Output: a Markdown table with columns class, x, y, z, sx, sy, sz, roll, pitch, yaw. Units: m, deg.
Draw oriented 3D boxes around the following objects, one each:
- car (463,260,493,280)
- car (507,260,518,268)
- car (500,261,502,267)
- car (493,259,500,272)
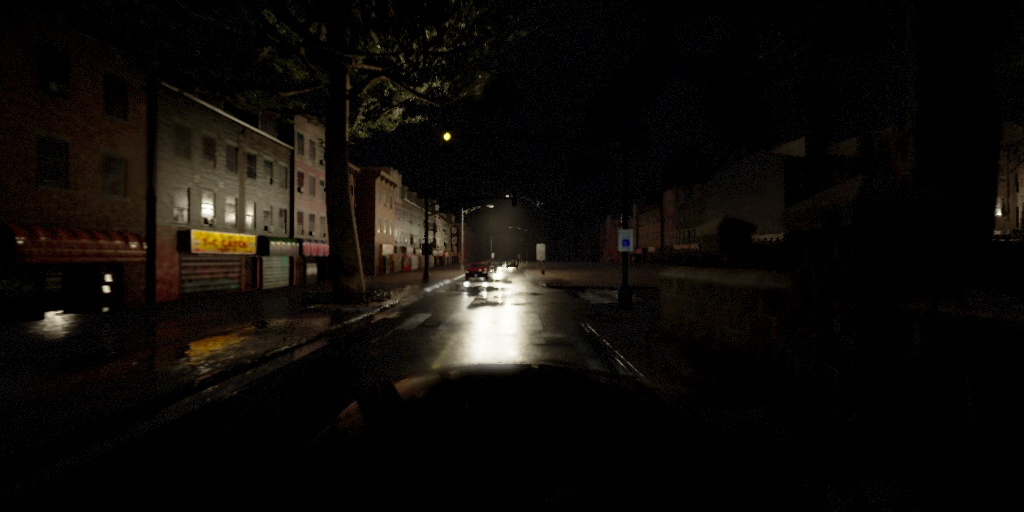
| class | x | y | z | sx | sy | sz | roll | pitch | yaw |
| --- | --- | --- | --- | --- | --- | --- | --- | --- | --- |
| car | -2.854 | 1.238 | 30.507 | 1.812 | 1.442 | 4.674 | 0 | 0 | 0 |
| car | 0.091 | 1.328 | 59.988 | 1.895 | 1.301 | 4.718 | 0 | 0 | 0 |
| car | -2.766 | 1.263 | 63.620 | 1.812 | 1.442 | 4.674 | 0 | 0 | 0 |
| car | -2.842 | 1.211 | 45.755 | 1.837 | 1.490 | 4.892 | 0 | 0 | 0 |
